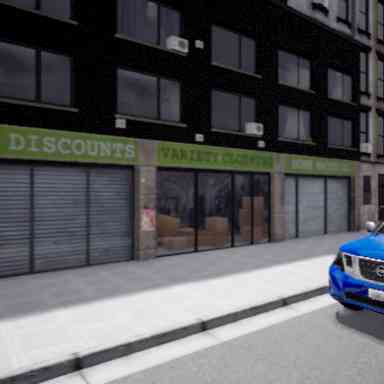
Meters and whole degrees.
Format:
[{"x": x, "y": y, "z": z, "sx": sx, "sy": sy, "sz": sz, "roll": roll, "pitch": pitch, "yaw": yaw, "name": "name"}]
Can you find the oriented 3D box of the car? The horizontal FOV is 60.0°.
[{"x": 5.092, "y": 1.197, "z": 6.630, "sx": 5.566, "sy": 2.045, "sz": 2.150, "roll": 0, "pitch": 0, "yaw": -35, "name": "car"}]
